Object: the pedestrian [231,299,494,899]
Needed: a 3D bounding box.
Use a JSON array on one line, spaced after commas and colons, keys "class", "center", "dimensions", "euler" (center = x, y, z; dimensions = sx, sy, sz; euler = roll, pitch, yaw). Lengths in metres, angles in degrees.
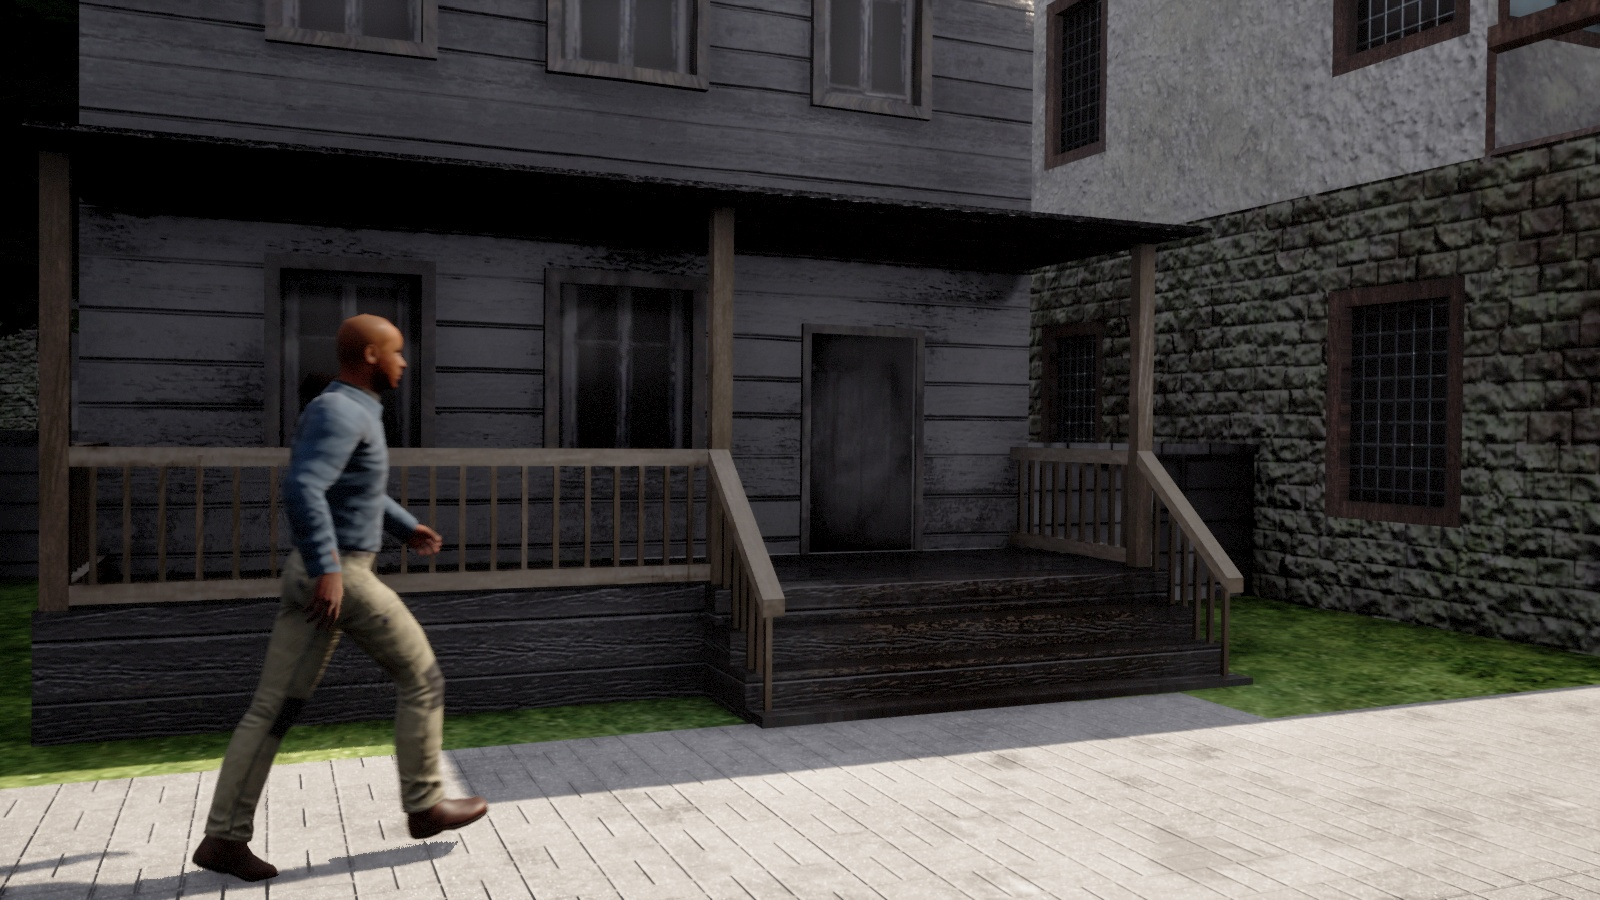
[{"class": "pedestrian", "center": [-1.432, 0.456, 4.125], "dimensions": [0.726, 1.835, 0.370], "euler": [-1, 1, -32]}]
